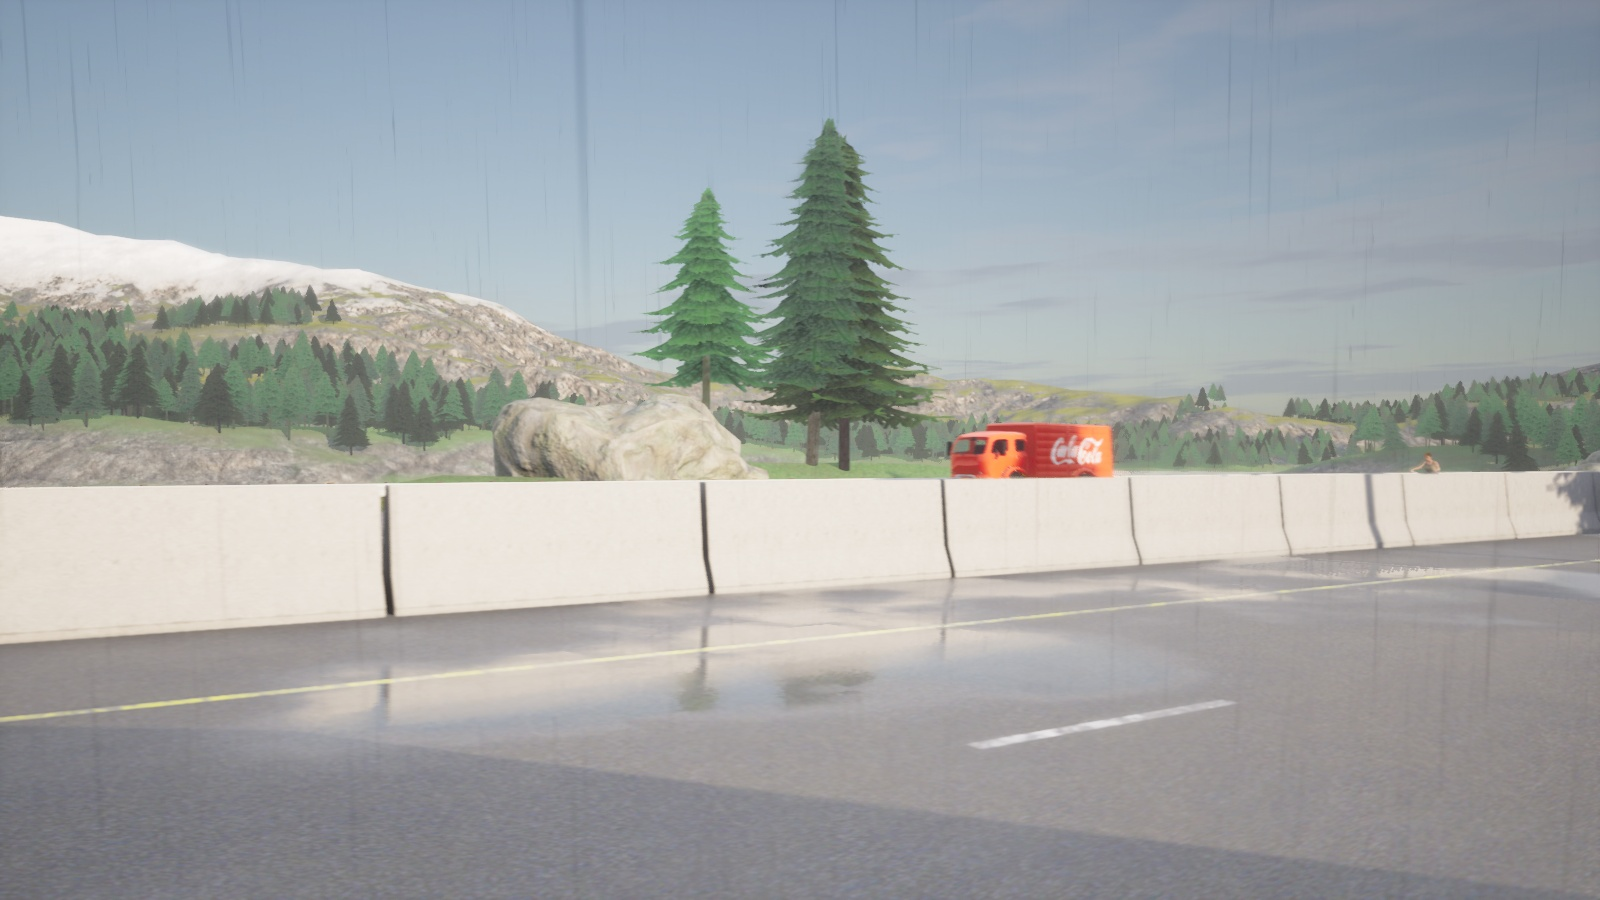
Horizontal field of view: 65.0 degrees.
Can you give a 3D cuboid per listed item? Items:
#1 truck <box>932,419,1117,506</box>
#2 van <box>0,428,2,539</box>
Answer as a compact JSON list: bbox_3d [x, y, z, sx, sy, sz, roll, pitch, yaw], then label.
[{"bbox_3d":[6.885,0.384,38.306,5.204,2.467,2.627,0,0,-35],"label":"truck"},{"bbox_3d":[-16.619,0.587,21.947,4.442,1.987,1.775,0,0,-35],"label":"van"}]
